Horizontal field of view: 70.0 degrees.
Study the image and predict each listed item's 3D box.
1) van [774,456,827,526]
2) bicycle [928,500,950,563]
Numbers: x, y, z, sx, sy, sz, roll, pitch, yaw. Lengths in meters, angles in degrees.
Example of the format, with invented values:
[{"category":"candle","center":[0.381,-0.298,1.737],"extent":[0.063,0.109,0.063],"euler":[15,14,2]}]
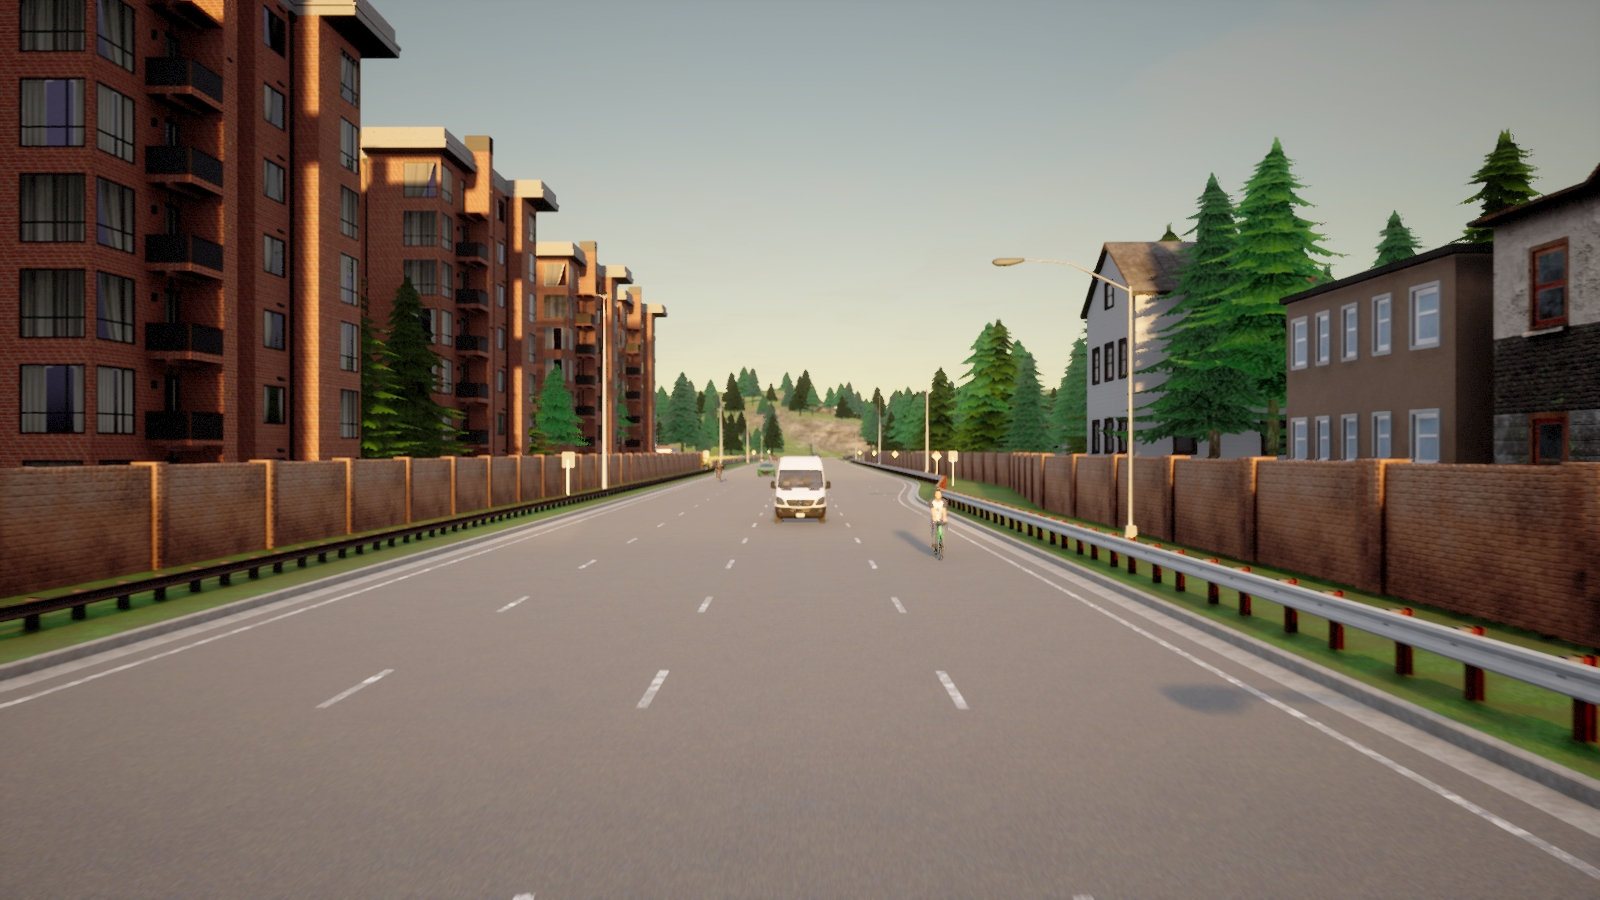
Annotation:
[{"category":"van","center":[0.043,1.539,45.221],"extent":[1.988,2.561,5.915],"euler":[0,0,0]},{"category":"bicycle","center":[3.539,2.059,29.139],"extent":[0.373,1.496,1.643],"euler":[0,0,0]}]
